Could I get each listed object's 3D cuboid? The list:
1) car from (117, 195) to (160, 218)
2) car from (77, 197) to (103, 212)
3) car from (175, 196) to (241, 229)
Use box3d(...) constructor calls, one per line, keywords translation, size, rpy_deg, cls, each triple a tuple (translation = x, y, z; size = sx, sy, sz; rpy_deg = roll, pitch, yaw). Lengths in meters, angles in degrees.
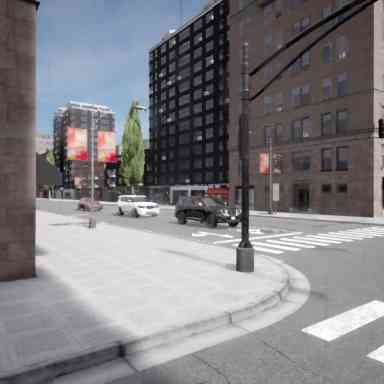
box3d(translation=(-5.217, 1.327, 31.454), size=(2.150, 2.045, 5.566), rpy_deg=(0, 0, -36), cls="car")
box3d(translation=(-12.959, 1.507, 42.203), size=(2.097, 1.767, 4.553), rpy_deg=(0, 0, -36), cls="car")
box3d(translation=(0.951, 1.286, 22.912), size=(2.150, 2.045, 5.566), rpy_deg=(0, 0, -36), cls="car")
